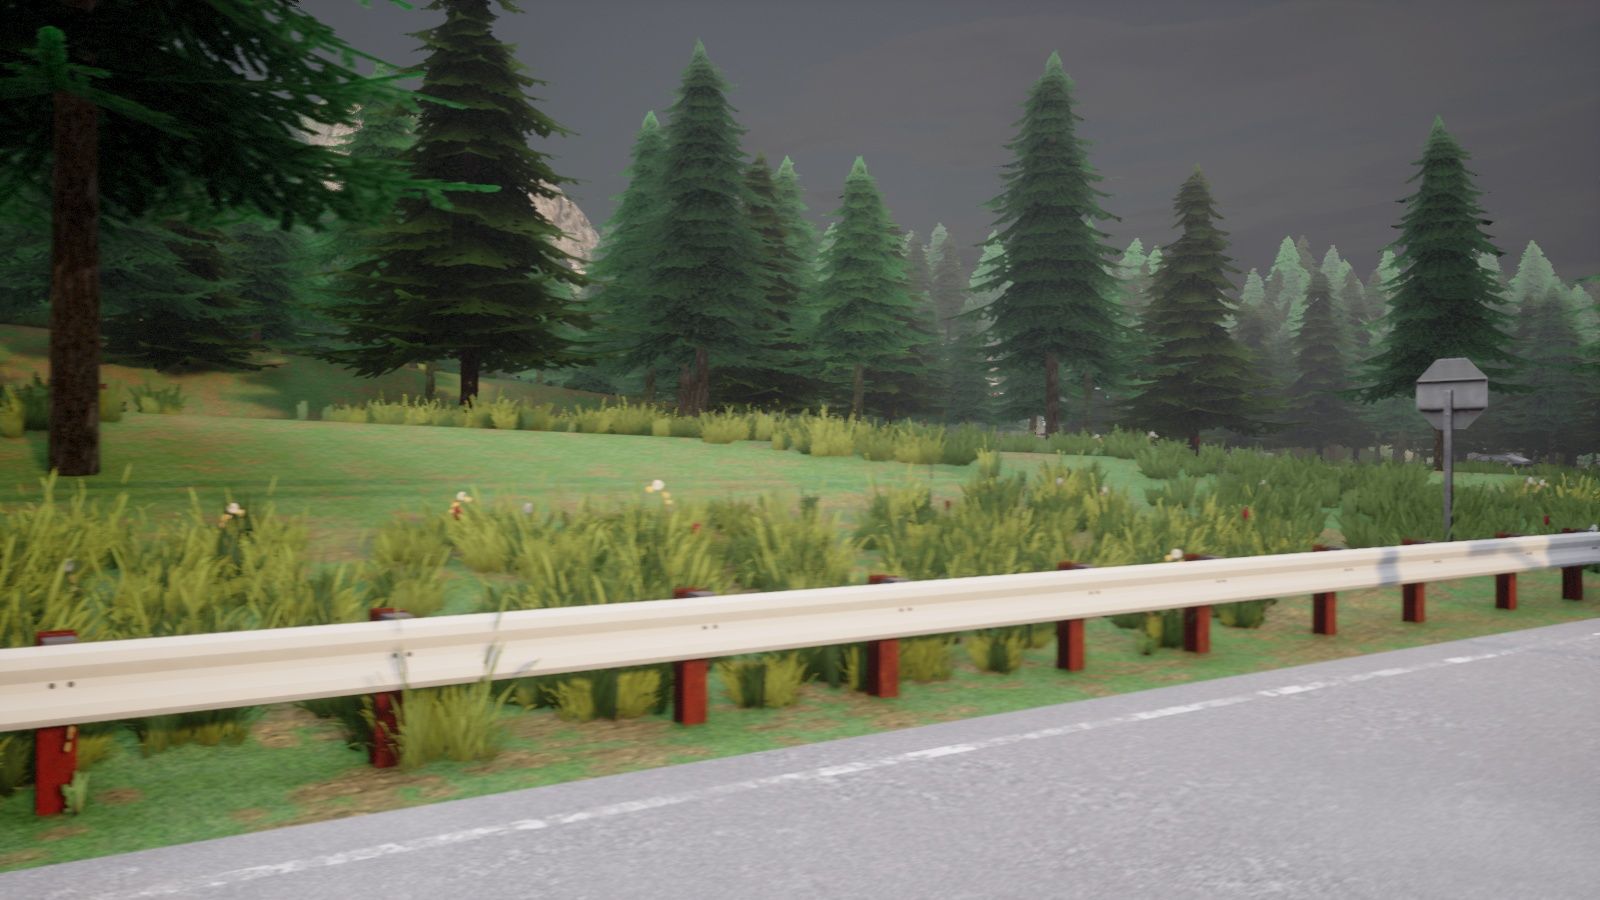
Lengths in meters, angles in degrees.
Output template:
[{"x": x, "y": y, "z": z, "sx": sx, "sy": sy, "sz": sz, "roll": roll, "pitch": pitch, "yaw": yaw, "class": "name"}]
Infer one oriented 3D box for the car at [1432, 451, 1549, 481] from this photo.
[{"x": 35.802, "y": 0.800, "z": 65.205, "sx": 1.882, "sy": 1.535, "sz": 5.008, "roll": 0, "pitch": 0, "yaw": -36, "class": "car"}]
